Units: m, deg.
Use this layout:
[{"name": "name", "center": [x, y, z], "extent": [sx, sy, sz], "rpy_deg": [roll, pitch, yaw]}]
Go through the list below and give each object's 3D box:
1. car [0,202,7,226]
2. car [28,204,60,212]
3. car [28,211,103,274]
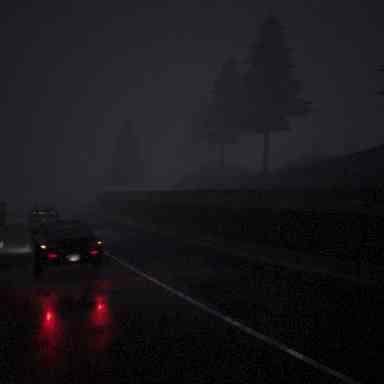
[{"name": "car", "center": [-13.181, 1.290, 20.978], "extent": [2.150, 2.045, 5.566], "rpy_deg": [0, 0, -23]}, {"name": "car", "center": [-10.425, 1.562, 23.485], "extent": [2.128, 1.511, 4.902], "rpy_deg": [0, 0, -23]}, {"name": "car", "center": [-4.173, 1.558, 10.748], "extent": [1.812, 1.442, 4.674], "rpy_deg": [0, 0, -28]}]
